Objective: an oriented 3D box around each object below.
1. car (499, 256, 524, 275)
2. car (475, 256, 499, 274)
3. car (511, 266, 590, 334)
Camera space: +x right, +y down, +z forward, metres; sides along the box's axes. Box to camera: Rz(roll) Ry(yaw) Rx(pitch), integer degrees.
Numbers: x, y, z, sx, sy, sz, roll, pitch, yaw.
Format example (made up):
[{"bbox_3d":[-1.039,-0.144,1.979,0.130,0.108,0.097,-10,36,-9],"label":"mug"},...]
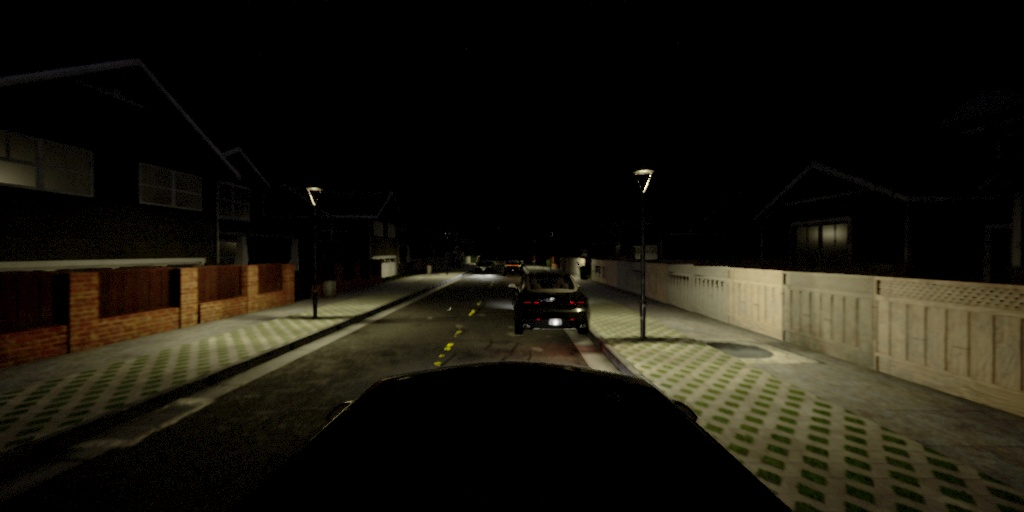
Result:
[{"bbox_3d":[0.113,1.059,35.127,2.128,1.511,4.902,0,0,0],"label":"car"},{"bbox_3d":[-2.787,1.042,37.875,2.128,1.511,4.902,0,0,0],"label":"car"},{"bbox_3d":[0.970,1.213,10.396,1.837,1.490,4.892,0,0,0],"label":"car"}]
